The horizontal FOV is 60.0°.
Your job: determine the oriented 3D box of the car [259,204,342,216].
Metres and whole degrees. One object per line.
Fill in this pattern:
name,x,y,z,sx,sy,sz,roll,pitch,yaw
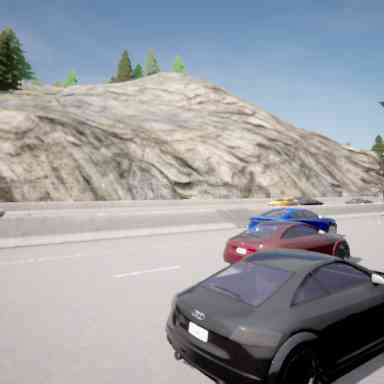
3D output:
car,4.884,1.477,15.829,5.008,1.535,1.882,0,0,-36

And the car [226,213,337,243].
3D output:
car,2.970,1.563,10.164,4.181,1.385,1.994,0,0,-36

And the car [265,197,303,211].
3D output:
car,11.821,1.475,42.512,5.008,1.535,1.882,0,0,-35

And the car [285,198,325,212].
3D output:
car,13.463,1.475,39.385,5.008,1.535,1.882,0,0,-35

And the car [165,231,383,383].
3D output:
car,1.704,1.564,4.962,4.181,1.385,1.994,0,0,-36
